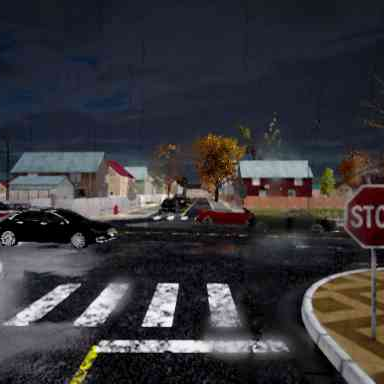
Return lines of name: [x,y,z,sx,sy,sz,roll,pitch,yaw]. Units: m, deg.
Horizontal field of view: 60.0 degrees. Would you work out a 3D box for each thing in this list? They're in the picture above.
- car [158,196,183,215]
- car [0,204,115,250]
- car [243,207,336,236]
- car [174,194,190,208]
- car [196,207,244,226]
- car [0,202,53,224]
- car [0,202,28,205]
car: [-2.350,1.529,35.020,1.837,1.490,4.892,0,0,4]
car: [-5.584,1.427,13.572,4.892,1.490,1.837,1,0,8]
car: [5.455,1.684,18.823,4.718,1.301,1.895,1,0,8]
car: [-1.784,1.268,49.099,2.150,2.045,5.566,0,0,2]
car: [2.663,1.647,22.489,4.718,1.301,1.895,1,0,8]
car: [-13.070,1.461,24.136,5.357,1.411,2.033,0,0,14]
car: [-10.634,1.244,17.545,4.553,1.767,2.097,1,0,8]
